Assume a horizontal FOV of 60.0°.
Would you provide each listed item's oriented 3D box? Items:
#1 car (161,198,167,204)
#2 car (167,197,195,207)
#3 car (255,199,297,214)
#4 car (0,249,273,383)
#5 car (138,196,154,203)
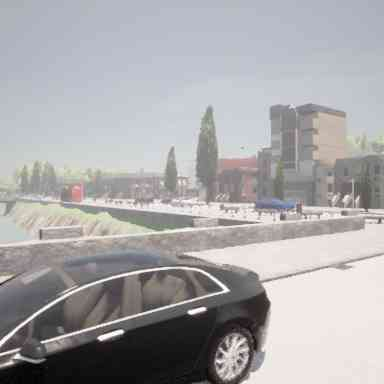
[{"bbox_3d":[-3.626,1.545,60.287,2.033,1.411,5.357,0,0,-36],"label":"car"},{"bbox_3d":[-1.446,1.524,50.062,1.812,1.442,4.674,0,0,-36],"label":"car"},{"bbox_3d":[8.934,1.476,35.551,1.882,1.535,5.008,0,0,-36],"label":"car"},{"bbox_3d":[-1.192,1.504,3.742,4.892,1.490,1.837,0,0,-36],"label":"car"},{"bbox_3d":[-9.838,1.544,68.948,2.033,1.411,5.357,0,0,-36],"label":"car"}]
